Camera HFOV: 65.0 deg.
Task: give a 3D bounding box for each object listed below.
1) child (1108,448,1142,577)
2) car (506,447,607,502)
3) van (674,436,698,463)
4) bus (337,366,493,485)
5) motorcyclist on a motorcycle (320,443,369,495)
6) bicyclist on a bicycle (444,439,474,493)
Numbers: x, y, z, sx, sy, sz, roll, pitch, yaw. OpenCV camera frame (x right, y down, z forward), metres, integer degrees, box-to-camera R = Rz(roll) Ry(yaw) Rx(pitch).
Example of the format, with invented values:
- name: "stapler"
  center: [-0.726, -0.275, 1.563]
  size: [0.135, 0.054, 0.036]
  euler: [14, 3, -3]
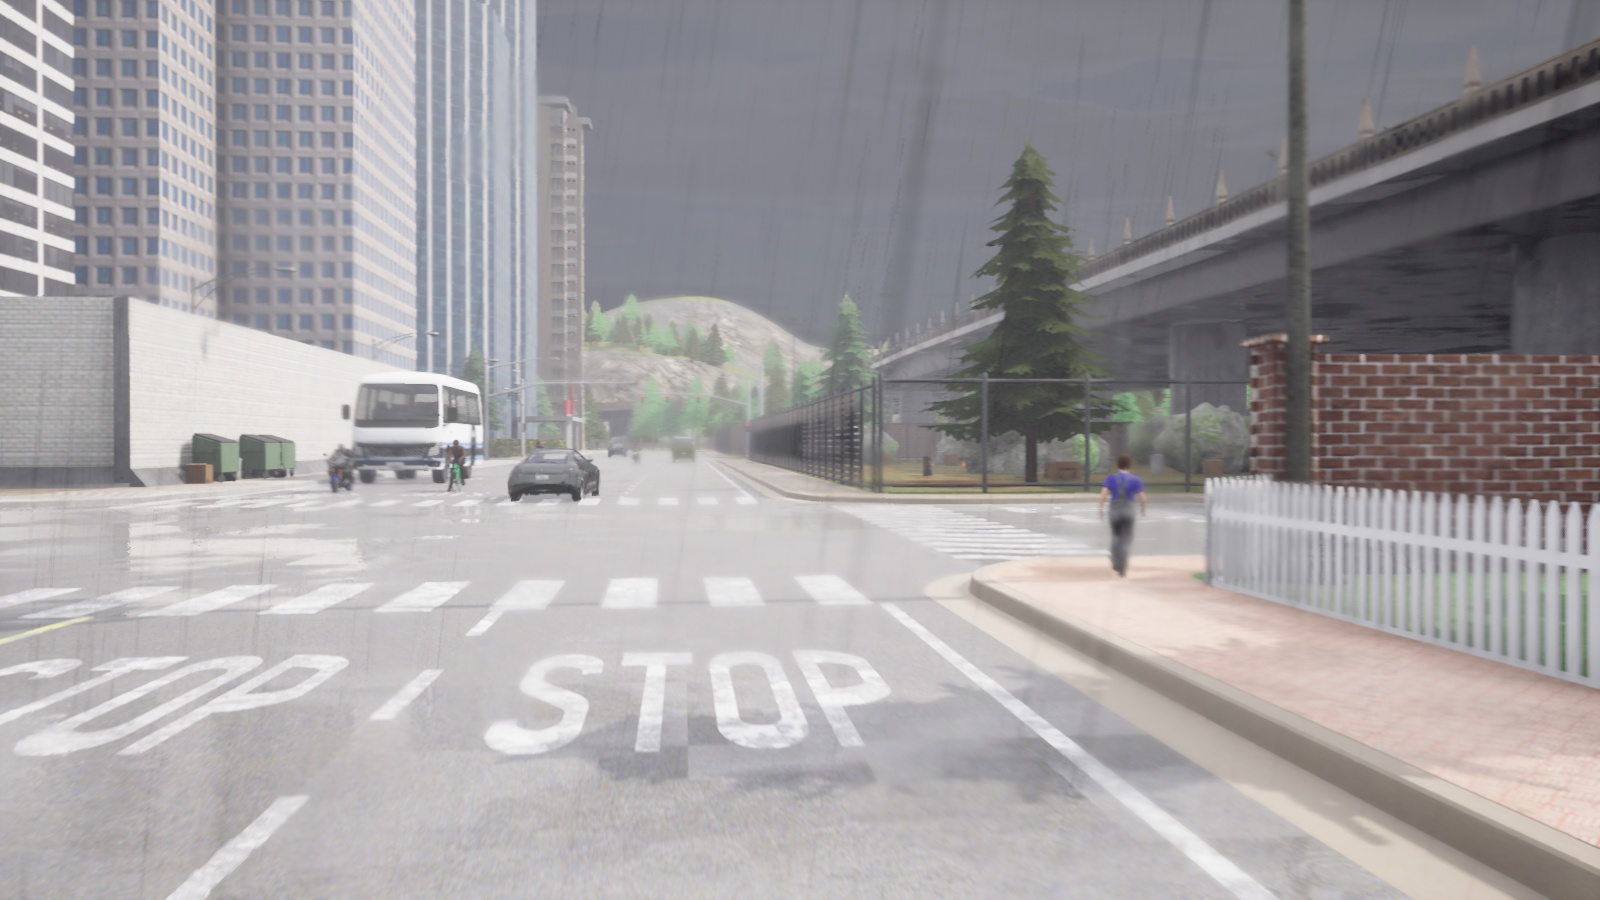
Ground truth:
- name: "child"
  center: [3.235, 0.609, 12.483]
  size: [0.270, 1.263, 0.437]
  euler: [0, 0, 22]
- name: "car"
  center: [-6.627, 0.628, 34.558]
  size: [1.994, 1.385, 4.181]
  euler: [0, 1, 0]
- name: "van"
  center: [-8.713, -0.043, 96.244]
  size: [1.775, 1.987, 4.442]
  euler: [0, 0, -5]
- name: "bus"
  center: [-15.022, -0.910, 50.092]
  size: [3.944, 4.253, 10.273]
  euler: [0, 0, -5]
- name: "motorcyclist on a motorcycle"
  center: [-13.960, 0.566, 38.537]
  size: [0.866, 1.530, 2.191]
  euler: [0, 0, -5]
- name: "bicyclist on a bicycle"
  center: [-10.440, 0.484, 38.476]
  size: [0.582, 1.620, 1.656]
  euler: [0, 1, -5]
